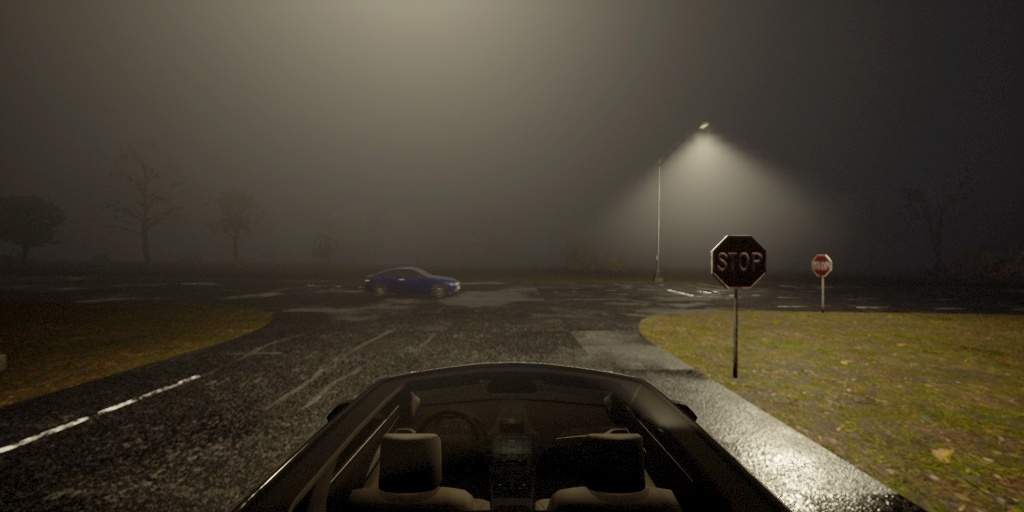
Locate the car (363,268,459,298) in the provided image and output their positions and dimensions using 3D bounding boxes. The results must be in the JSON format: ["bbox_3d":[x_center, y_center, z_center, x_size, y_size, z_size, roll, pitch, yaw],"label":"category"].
[{"bbox_3d":[-5.012,1.306,18.024,4.674,1.442,1.812,0,0,0],"label":"car"}]
